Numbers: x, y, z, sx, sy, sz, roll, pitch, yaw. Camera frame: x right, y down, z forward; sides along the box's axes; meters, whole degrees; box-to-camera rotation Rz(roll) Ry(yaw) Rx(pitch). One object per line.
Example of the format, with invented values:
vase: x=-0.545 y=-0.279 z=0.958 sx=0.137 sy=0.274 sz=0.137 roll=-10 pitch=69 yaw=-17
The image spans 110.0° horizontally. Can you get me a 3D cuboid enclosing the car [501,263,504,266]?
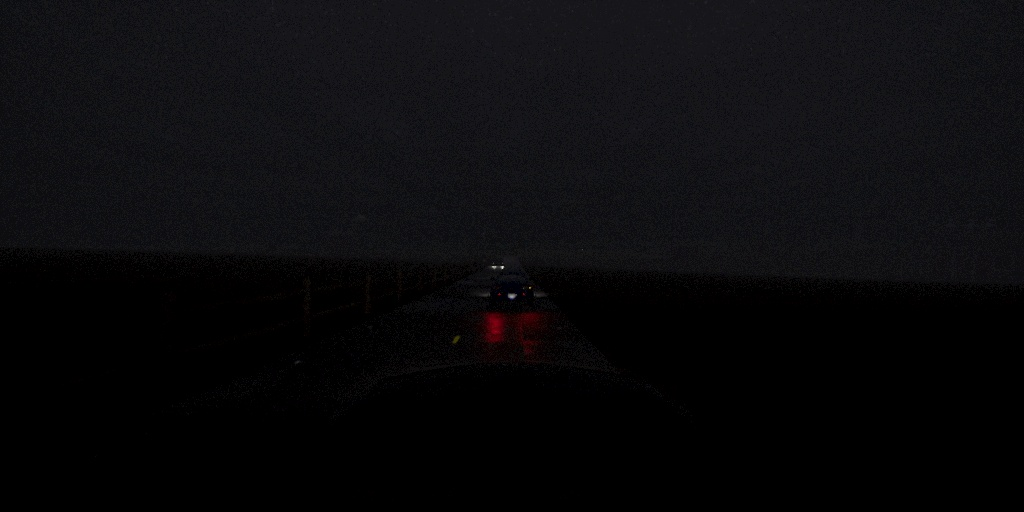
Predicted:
car: x=-0.007 y=1.531 z=30.942 sx=1.895 sy=1.301 sz=4.718 roll=0 pitch=0 yaw=0

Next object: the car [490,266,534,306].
car: x=0.001 y=1.387 z=16.238 sx=1.812 sy=1.442 sz=4.674 roll=0 pitch=0 yaw=0
